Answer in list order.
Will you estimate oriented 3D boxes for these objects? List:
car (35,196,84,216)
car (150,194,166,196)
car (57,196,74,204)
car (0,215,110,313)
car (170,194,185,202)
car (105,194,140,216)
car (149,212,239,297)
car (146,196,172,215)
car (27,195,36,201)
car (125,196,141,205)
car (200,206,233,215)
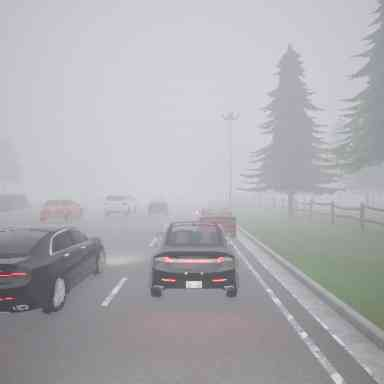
[{"bbox_3d":[-10.395,1.352,26.982,2.097,1.767,4.553,0,0,0],"label":"car"},{"bbox_3d":[-6.891,1.492,68.655,2.128,1.511,4.902,0,0,0],"label":"car"},{"bbox_3d":[-24.229,1.491,63.430,2.128,1.511,4.902,0,0,-31],"label":"car"},{"bbox_3d":[-3.399,1.505,7.643,1.837,1.490,4.892,0,0,0],"label":"car"},{"bbox_3d":[-3.489,1.525,78.832,2.128,1.511,4.902,0,0,0],"label":"car"},{"bbox_3d":[-6.893,1.221,32.418,2.150,2.045,5.566,0,0,0],"label":"car"},{"bbox_3d":[0.053,1.492,8.547,2.128,1.511,4.902,0,0,0],"label":"car"},{"bbox_3d":[-3.396,1.477,34.486,1.882,1.535,5.008,0,0,0],"label":"car"},{"bbox_3d":[-41.679,1.552,85.424,4.181,1.385,1.994,0,0,44],"label":"car"},{"bbox_3d":[-10.393,1.477,59.105,1.882,1.535,5.008,0,0,0],"label":"car"},{"bbox_3d":[1.227,1.478,17.888,1.882,1.535,5.008,0,0,0],"label":"car"}]
